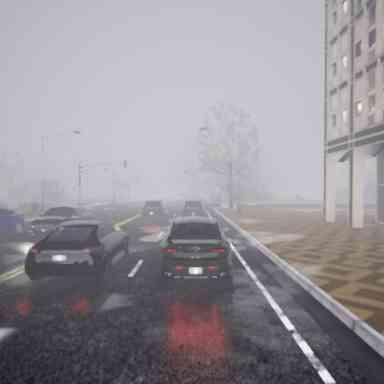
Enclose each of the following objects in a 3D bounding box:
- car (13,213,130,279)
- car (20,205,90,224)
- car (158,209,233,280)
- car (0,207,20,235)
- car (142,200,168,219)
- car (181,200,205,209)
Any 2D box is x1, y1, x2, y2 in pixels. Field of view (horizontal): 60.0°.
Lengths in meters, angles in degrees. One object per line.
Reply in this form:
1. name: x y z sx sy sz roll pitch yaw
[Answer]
1. car: -3.162 1.540 9.951 1.994 1.385 4.181 0 0 0
2. car: -6.599 1.461 17.197 1.837 1.490 4.892 0 0 0
3. car: 0.088 1.483 9.849 1.837 1.490 4.892 0 1 0
4. car: -9.849 1.437 15.724 1.882 1.535 5.008 0 0 0
5. car: -3.158 1.425 28.575 1.837 1.490 4.892 0 0 0
6. car: 0.092 1.425 28.577 1.837 1.490 4.892 0 0 0
